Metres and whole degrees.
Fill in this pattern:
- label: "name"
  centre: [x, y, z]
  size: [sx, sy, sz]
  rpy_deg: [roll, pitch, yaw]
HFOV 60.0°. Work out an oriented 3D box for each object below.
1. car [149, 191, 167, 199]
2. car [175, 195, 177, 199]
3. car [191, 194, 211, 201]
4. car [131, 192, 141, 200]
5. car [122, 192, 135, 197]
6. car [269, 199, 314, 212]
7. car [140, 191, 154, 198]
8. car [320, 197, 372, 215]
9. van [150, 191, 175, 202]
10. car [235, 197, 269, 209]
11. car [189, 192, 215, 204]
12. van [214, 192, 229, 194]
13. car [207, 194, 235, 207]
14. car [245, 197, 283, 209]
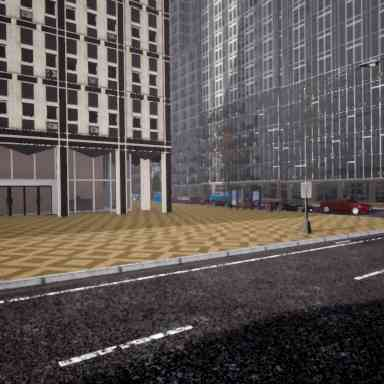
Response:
- label: "car"
  centre: [-7.930, 0.615, 77.483]
  size: [2.192, 1.841, 5.009]
  rpy_deg: [0, 1, -34]
- label: "car"
  centre: [-4.721, 0.936, 72.796]
  size: [1.802, 1.307, 4.206]
  rpy_deg: [0, 1, -34]
- label: "car"
  centre: [1.698, 1.043, 63.414]
  size: [1.802, 1.307, 4.206]
  rpy_deg: [0, 1, -34]
- label: "car"
  centre: [-11.637, 1.039, 68.065]
  size: [2.008, 1.369, 4.403]
  rpy_deg: [0, 1, -34]
- label: "car"
  centre: [-17.558, 0.688, 91.558]
  size: [2.008, 1.369, 4.403]
  rpy_deg: [0, 1, -34]
- label: "car"
  centre: [10.721, 1.424, 35.157]
  size: [1.947, 1.339, 4.313]
  rpy_deg: [0, 1, -34]
- label: "car"
  centre: [-11.140, 0.686, 82.175]
  size: [1.967, 1.590, 4.097]
  rpy_deg: [0, 1, -34]
- label: "car"
  centre: [15.299, 1.330, 33.255]
  size: [1.882, 1.535, 5.008]
  rpy_deg: [-1, 1, -34]
- label: "van"
  centre: [-5.218, 0.937, 58.681]
  size: [1.690, 1.788, 3.998]
  rpy_deg: [0, 1, -34]
- label: "car"
  centre: [7.526, 1.388, 39.860]
  size: [1.802, 1.307, 4.206]
  rpy_deg: [0, 1, -34]
- label: "car"
  centre: [1.294, 1.189, 53.770]
  size: [1.994, 1.385, 4.181]
  rpy_deg: [-1, 1, -34]
- label: "van"
  centre: [4.907, 0.855, 58.721]
  size: [1.690, 1.788, 3.998]
  rpy_deg: [0, 1, -34]
- label: "car"
  centre: [4.365, 1.319, 44.583]
  size: [1.947, 1.339, 4.313]
  rpy_deg: [0, 1, -34]
- label: "car"
  centre: [9.109, 1.353, 42.317]
  size: [1.895, 1.301, 4.718]
  rpy_deg: [-1, 1, -35]
